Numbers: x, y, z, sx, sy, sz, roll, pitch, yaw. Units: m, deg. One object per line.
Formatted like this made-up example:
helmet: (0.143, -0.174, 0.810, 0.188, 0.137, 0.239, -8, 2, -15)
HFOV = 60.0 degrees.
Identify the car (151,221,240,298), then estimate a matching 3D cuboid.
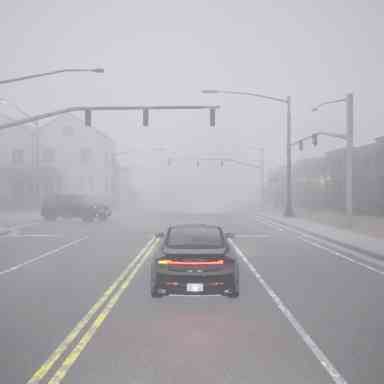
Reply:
car: (0.077, 1.505, 8.528, 1.837, 1.490, 4.892, 0, 0, 1)

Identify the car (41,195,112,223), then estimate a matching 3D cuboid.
car: (-8.893, 1.224, 25.526, 5.566, 2.045, 2.150, 0, -1, 19)
